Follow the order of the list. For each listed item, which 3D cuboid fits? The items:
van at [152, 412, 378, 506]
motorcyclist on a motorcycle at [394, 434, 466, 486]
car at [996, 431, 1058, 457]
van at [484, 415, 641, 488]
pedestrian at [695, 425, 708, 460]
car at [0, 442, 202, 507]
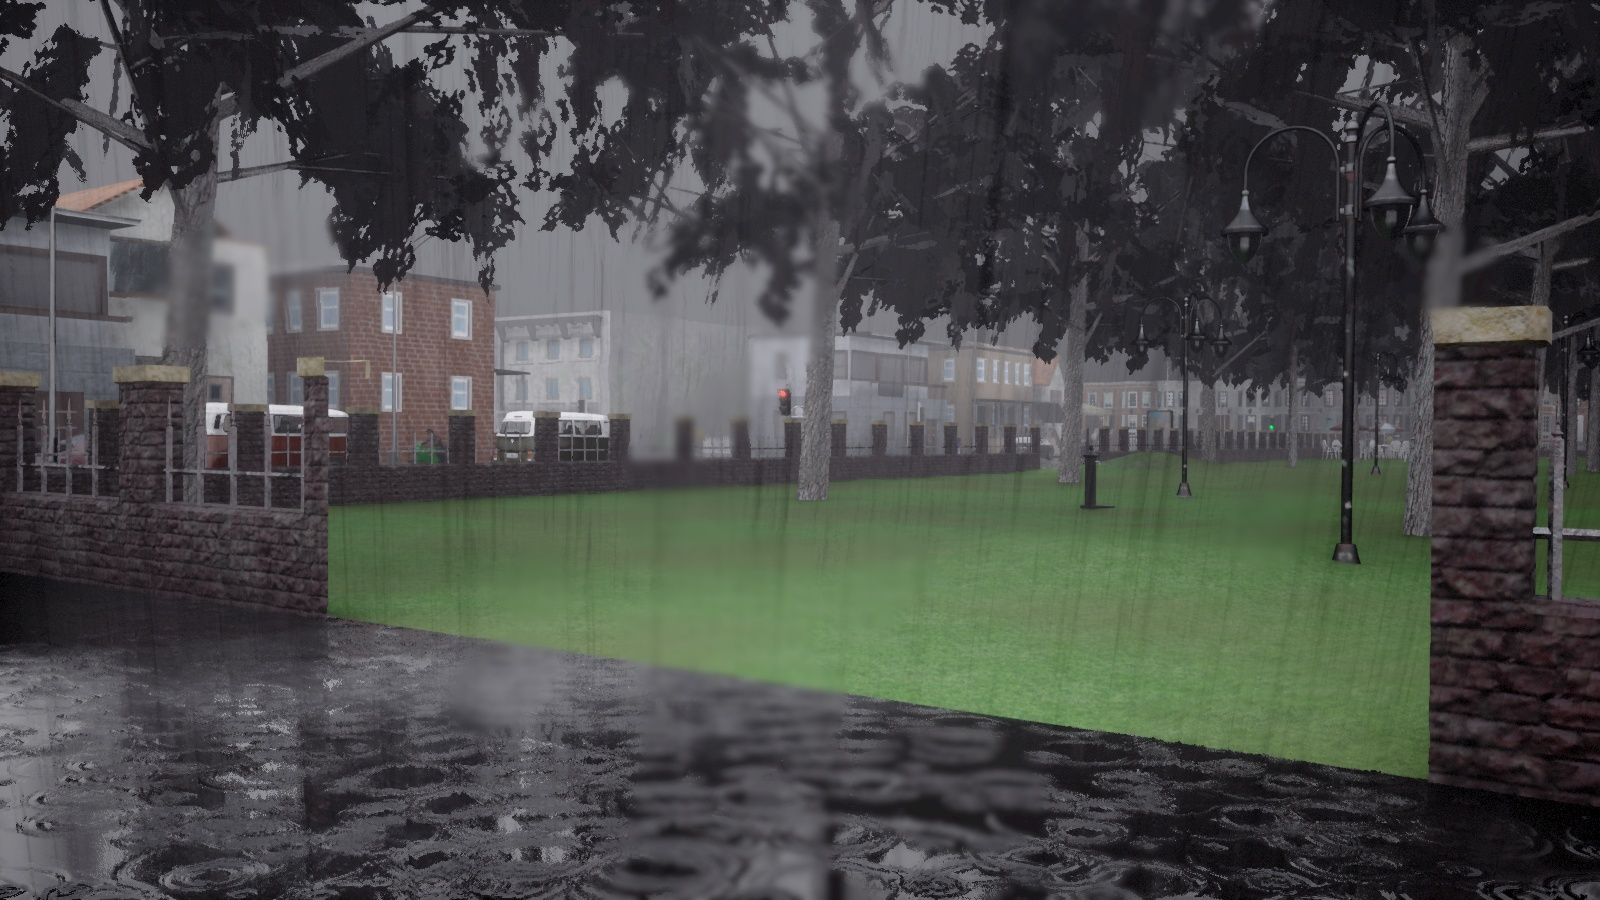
[{"bbox_3d":[-12.479,0.164,29.562,2.069,2.038,4.480,0,1,33],"label":"van"},{"bbox_3d":[-11.289,0.291,38.401,0.797,1.523,2.044,0,1,36],"label":"motorcyclist on a motorcycle"},{"bbox_3d":[13.397,-0.373,73.902,1.812,1.442,4.674,0,1,35],"label":"car"},{"bbox_3d":[-7.002,0.007,37.457,2.069,2.038,4.480,0,1,33],"label":"van"},{"bbox_3d":[-5.225,-0.420,66.560,0.431,1.840,0.709,-1,1,-27],"label":"pedestrian"},{"bbox_3d":[-16.982,0.536,30.245,1.994,1.385,4.181,0,1,35],"label":"car"}]
